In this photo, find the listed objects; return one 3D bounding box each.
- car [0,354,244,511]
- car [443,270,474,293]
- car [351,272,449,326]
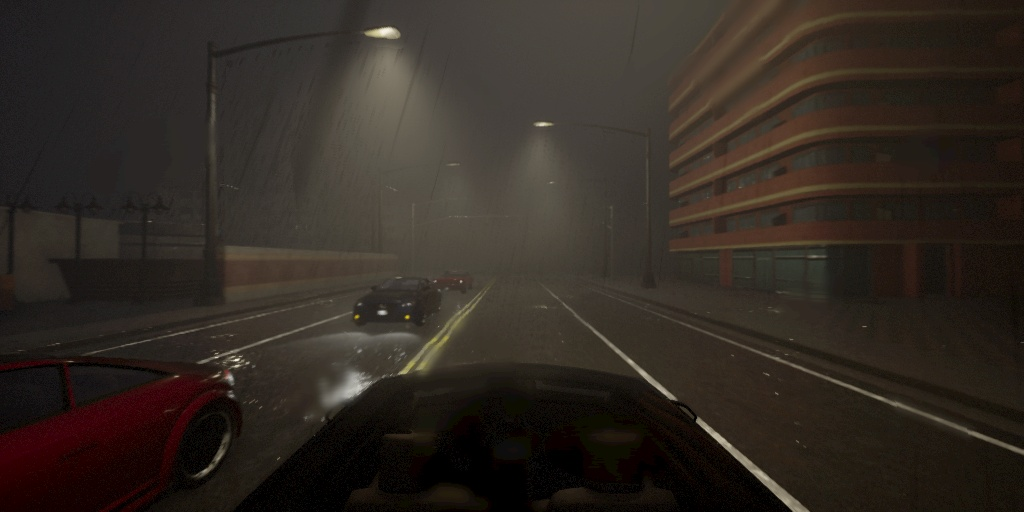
[{"bbox_3d":[-3.607,1.306,1.769,1.994,1.385,4.181,0,-1,0],"label":"car"},{"bbox_3d":[-3.545,1.523,22.200,1.895,1.301,4.718,0,-1,0],"label":"car"},{"bbox_3d":[-3.576,1.396,11.932,1.994,1.385,4.181,0,-1,1],"label":"car"}]
